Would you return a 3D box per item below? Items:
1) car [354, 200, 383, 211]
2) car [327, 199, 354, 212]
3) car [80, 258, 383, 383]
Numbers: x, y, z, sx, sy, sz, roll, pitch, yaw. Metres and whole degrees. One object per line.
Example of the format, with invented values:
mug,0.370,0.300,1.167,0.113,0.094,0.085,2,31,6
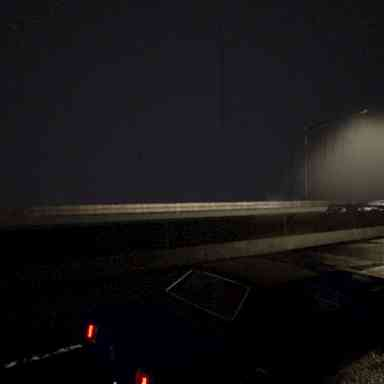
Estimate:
car,19.527,1.619,34.623,4.902,1.511,2.128,0,0,-34
car,17.190,1.602,37.266,5.008,1.535,1.882,1,0,-34
car,1.115,1.608,4.528,4.718,1.301,1.895,0,0,-35
